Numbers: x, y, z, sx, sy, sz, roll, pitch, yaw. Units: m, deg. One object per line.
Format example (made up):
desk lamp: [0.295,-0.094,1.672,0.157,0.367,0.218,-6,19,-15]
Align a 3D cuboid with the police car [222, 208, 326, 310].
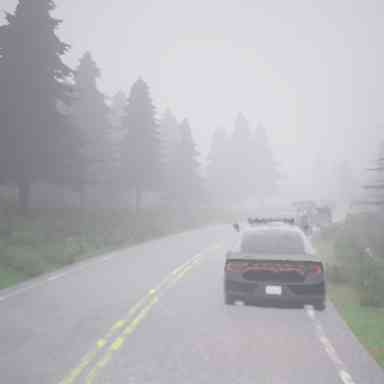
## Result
police car: [1.911,1.421,8.058,1.930,1.638,5.238,-1,0,13]

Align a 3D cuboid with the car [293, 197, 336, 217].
car: [7.699,1.257,21.814,2.097,1.767,4.553,-3,-1,33]

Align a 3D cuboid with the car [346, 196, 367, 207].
car: [20.368,1.253,41.203,1.837,1.490,4.892,-2,0,20]

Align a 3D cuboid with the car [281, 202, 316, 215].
car: [4.954,1.485,16.882,1.812,1.442,4.674,-2,-1,25]

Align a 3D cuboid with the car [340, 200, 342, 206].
car: [22.897,1.615,54.953,1.812,1.442,4.674,1,-3,-6]

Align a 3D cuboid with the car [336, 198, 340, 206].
car: [14.600,1.437,36.781,1.837,1.490,4.892,-3,-1,33]
